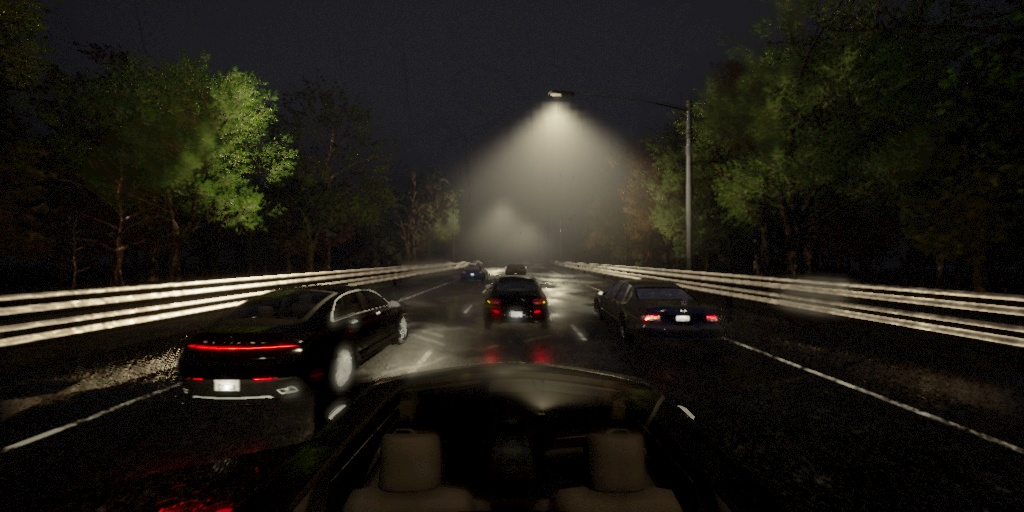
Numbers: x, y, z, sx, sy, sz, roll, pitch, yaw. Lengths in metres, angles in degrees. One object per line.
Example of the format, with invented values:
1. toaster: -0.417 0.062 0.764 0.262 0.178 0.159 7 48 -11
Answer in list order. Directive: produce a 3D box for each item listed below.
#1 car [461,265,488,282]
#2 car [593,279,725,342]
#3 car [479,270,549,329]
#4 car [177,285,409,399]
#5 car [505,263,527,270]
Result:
1. car: -3.175 1.483 31.058 1.994 1.385 4.181 0 0 1
2. car: 3.612 1.346 9.905 2.033 1.411 5.357 0 0 2
3. car: 0.132 1.332 11.426 1.812 1.442 4.674 0 0 0
4. car: -3.386 1.286 6.691 1.837 1.490 4.892 0 0 0
5. car: 0.356 1.409 33.213 1.882 1.535 5.008 0 0 1
